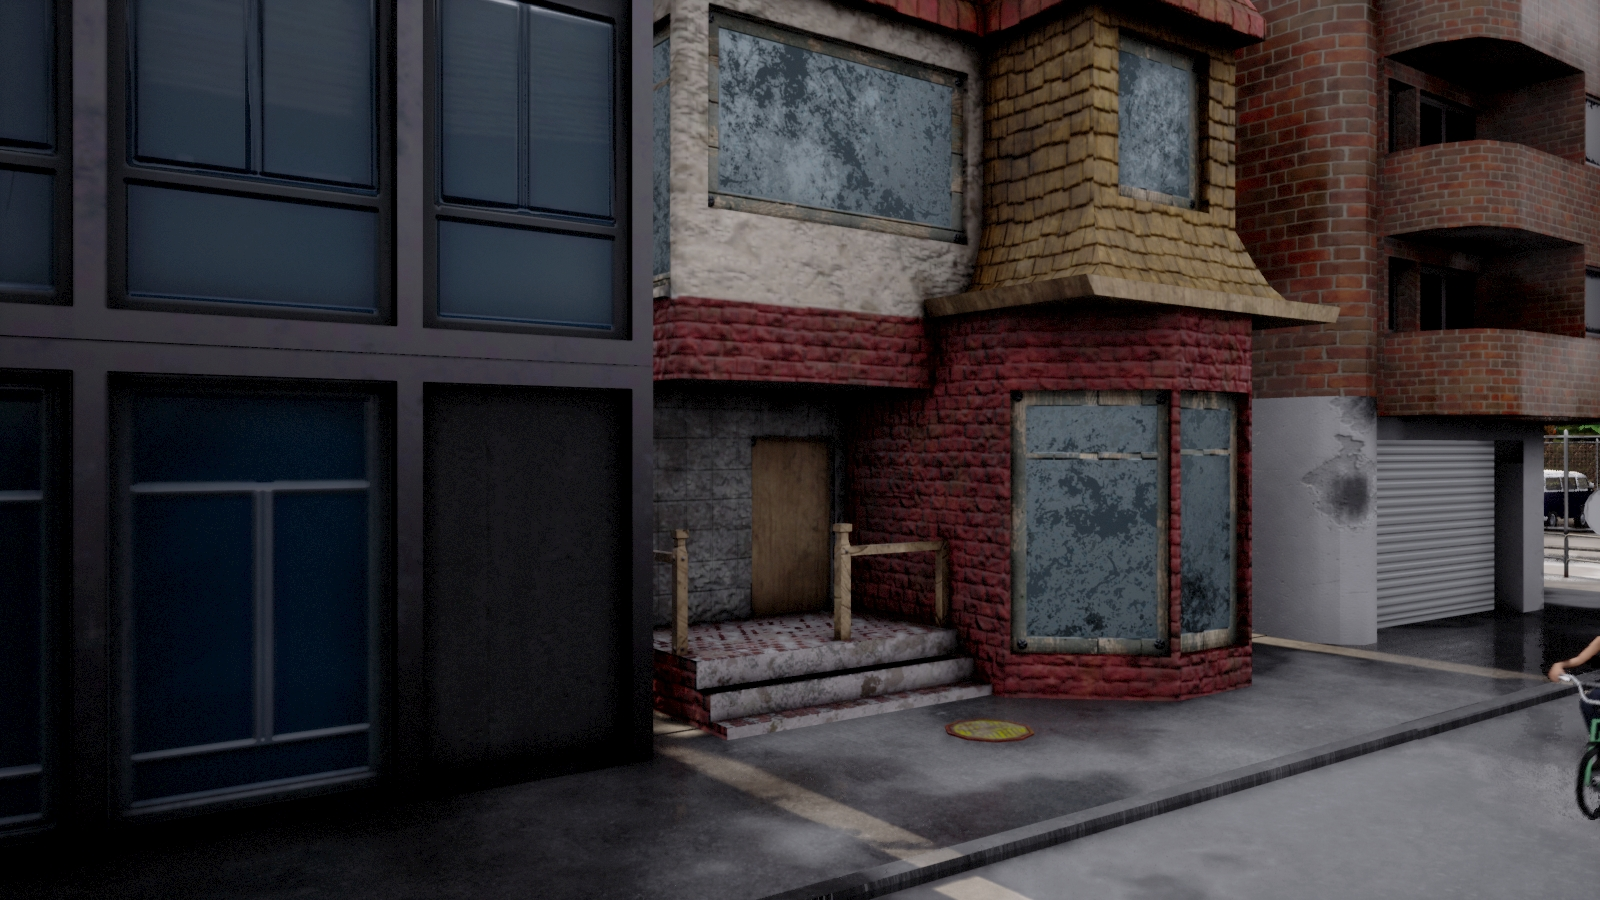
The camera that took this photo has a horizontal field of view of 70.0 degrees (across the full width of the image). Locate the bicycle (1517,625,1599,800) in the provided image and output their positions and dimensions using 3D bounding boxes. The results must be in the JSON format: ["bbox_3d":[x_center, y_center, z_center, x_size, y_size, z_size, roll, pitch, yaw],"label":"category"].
[{"bbox_3d":[6.413,2.032,8.937,1.487,1.080,0.859,0,0,-36],"label":"bicycle"}]
